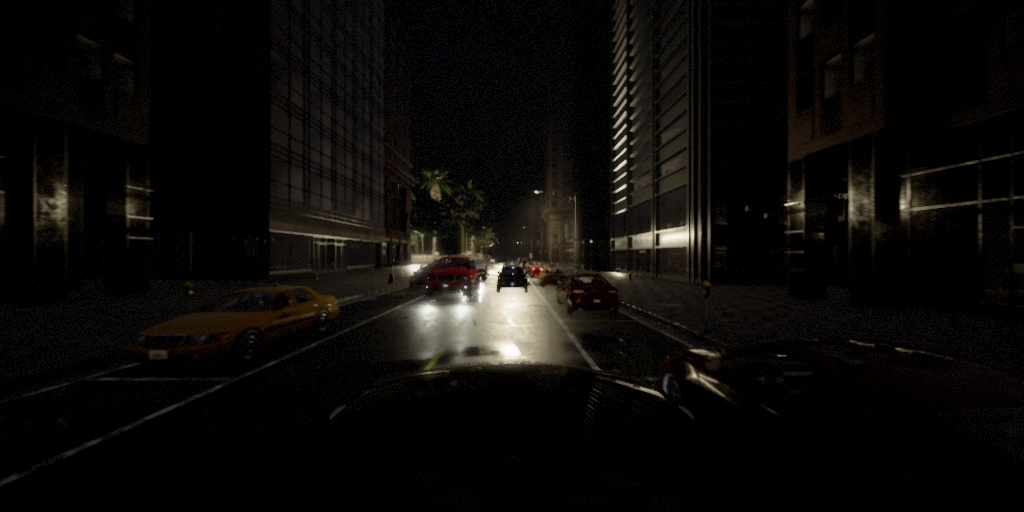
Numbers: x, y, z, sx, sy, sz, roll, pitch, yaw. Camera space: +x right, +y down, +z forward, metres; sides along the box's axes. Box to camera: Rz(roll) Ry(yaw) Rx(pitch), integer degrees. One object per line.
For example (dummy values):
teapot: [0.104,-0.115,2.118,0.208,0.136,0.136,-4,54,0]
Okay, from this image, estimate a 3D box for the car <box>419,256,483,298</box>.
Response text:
car: [-3.035,1.032,19.244,2.150,2.045,5.566,0,0,0]

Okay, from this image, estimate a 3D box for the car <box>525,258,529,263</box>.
car: [2.751,1.330,40.964,1.967,1.591,4.097,0,0,0]

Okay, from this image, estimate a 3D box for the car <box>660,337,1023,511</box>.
car: [2.763,1.336,2.990,1.802,1.307,4.207,0,0,0]

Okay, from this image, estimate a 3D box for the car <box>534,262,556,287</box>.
car: [2.756,1.354,24.860,1.751,1.417,4.829,0,0,0]

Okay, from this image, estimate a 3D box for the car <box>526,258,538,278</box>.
car: [2.752,1.309,35.539,1.967,1.591,4.097,0,0,0]

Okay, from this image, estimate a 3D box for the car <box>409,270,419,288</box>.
car: [-5.770,1.411,24.696,1.802,1.307,4.207,0,0,0]

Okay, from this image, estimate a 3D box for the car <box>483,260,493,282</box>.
car: [-3.008,1.341,30.297,2.128,1.511,4.902,0,0,0]

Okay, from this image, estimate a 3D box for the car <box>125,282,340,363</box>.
car: [-5.764,1.298,8.248,1.751,1.417,4.829,0,0,0]

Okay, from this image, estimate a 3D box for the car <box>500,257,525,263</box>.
car: [0.067,1.235,39.165,2.097,1.767,4.553,0,0,0]

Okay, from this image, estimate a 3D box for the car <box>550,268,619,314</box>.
car: [2.759,1.335,13.840,1.888,1.381,4.507,0,0,0]

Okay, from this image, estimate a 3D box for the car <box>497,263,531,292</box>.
car: [0.040,1.344,21.938,1.812,1.442,4.674,0,0,0]
